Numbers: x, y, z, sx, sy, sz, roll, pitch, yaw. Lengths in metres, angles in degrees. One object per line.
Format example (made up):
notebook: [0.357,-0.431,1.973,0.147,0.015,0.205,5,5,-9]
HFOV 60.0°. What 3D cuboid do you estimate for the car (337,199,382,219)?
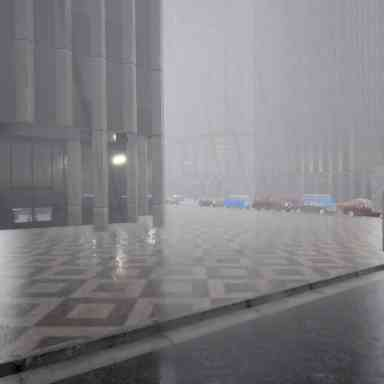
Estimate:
car: [15.509,1.567,28.890,1.887,1.381,4.507,-1,1,-36]

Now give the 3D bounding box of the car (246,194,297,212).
car: [9.078,1.291,37.876,2.192,1.841,5.009,-1,1,-36]

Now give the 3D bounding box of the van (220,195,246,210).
van: [5.864,1.295,42.371,1.690,1.788,3.998,-1,1,-36]

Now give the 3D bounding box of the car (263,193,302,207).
car: [12.811,1.131,47.321,2.192,1.841,5.009,-1,1,-36]

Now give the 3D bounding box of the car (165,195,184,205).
car: [-3.777,1.440,55.855,2.008,1.369,4.403,-1,1,-36]

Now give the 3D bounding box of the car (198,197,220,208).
car: [2.651,1.372,46.866,1.967,1.590,4.097,-1,1,-36]

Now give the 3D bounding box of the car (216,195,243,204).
car: [6.290,1.297,56.451,1.752,1.417,4.829,-1,1,-36]

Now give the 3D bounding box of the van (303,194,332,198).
van: [16.024,1.179,42.826,1.690,1.788,3.998,-1,1,-36]

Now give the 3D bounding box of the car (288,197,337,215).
car: [12.294,1.550,33.384,2.008,1.369,4.403,-1,1,-36]
